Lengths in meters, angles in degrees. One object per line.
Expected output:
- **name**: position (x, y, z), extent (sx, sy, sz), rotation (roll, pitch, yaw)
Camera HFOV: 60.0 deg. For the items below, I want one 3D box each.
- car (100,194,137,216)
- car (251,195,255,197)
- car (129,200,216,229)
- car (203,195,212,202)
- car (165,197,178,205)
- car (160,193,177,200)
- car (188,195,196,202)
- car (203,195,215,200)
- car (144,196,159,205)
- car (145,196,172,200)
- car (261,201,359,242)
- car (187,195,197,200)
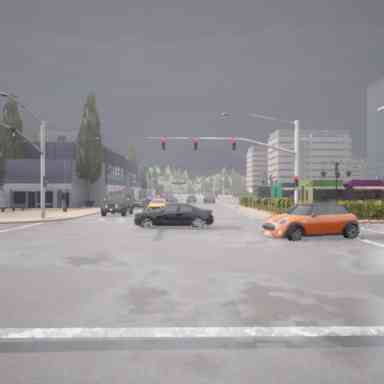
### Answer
- **car**: position (-7.126, 1.220, 32.239), extent (2.150, 2.045, 5.566), rotation (0, 0, 1)
- **car**: position (17.749, 1.150, 86.905), extent (4.605, 1.855, 1.932), rotation (0, 0, -2)
- **car**: position (-1.091, 1.476, 20.869), extent (5.008, 1.535, 1.882), rotation (0, 0, 0)
- **car**: position (3.483, 1.394, 74.009), extent (1.812, 1.442, 4.674), rotation (0, 0, 0)
- **car**: position (-3.584, 1.561, 59.680), extent (1.994, 1.385, 4.181), rotation (0, 0, 0)
- **car**: position (-3.597, 1.219, 46.751), extent (2.150, 2.045, 5.566), rotation (0, 0, 0)
- **car**: position (-0.017, 1.369, 74.007), extent (1.837, 1.490, 4.892), rotation (0, 0, 0)
- **car**: position (3.486, 1.489, 63.734), extent (2.128, 1.511, 4.902), rotation (0, 0, 0)
- **car**: position (-7.084, 1.475, 58.553), extent (1.882, 1.535, 5.008), rotation (0, 0, 0)
- **car**: position (-3.599, 1.476, 36.168), extent (1.882, 1.535, 5.008), rotation (0, 0, 0)
- **car**: position (5.701, 1.350, 16.240), extent (4.553, 1.767, 2.097), rotation (0, 0, -16)
- **car**: position (-0.014, 1.489, 63.733), extent (2.128, 1.511, 4.902), rotation (0, 0, 0)
